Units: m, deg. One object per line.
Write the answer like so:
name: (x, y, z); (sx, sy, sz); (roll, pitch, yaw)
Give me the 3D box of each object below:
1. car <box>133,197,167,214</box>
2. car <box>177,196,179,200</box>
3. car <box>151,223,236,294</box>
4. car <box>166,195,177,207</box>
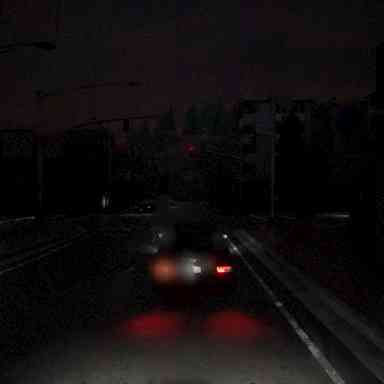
car: (-4.401, 1.495, 34.297); (1.812, 1.442, 4.674); (0, -1, 13)
car: (-3.661, 1.178, 67.093); (1.812, 1.442, 4.674); (0, 0, 0)
car: (0.039, 1.547, 8.939); (2.033, 1.411, 5.357); (0, 0, 0)
car: (-3.715, 1.525, 51.238); (1.812, 1.442, 4.674); (0, 0, 0)
